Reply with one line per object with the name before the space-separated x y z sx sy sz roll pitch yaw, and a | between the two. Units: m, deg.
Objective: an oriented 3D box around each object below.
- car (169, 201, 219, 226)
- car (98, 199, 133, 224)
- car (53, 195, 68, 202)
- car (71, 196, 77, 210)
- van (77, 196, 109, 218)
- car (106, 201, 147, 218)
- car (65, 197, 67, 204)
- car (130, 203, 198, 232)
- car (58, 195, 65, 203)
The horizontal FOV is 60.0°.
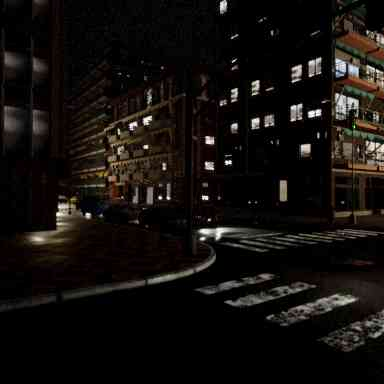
car | -0.100 1.517 21.903 1.994 1.385 4.181 0 0 -36
car | -4.963 1.458 24.242 1.752 1.417 4.829 0 0 -36
car | -28.001 1.359 70.665 1.967 1.590 4.097 0 0 -36
car | -12.068 1.427 38.587 1.837 1.490 4.892 0 0 -35
van | -8.367 1.265 28.981 1.690 1.788 3.998 0 0 -36
car | -6.000 1.537 30.120 1.895 1.301 4.718 0 0 -36
car | -21.491 1.446 61.605 1.752 1.417 4.829 0 0 -36
car | -1.759 1.525 19.781 1.802 1.307 4.206 0 0 -36
car | -24.448 1.455 61.261 2.033 1.411 5.357 0 0 -35
